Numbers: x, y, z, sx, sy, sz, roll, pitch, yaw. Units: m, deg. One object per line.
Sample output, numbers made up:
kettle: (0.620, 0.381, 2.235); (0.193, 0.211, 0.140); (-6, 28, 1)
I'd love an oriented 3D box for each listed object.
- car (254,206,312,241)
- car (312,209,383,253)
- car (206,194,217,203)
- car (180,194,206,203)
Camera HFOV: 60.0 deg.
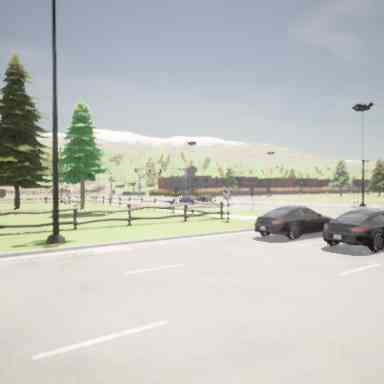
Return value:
car: (5.006, 1.393, 15.868); (4.674, 1.442, 1.812); (-1, 0, -34)
car: (7.021, 1.393, 13.005); (4.674, 1.442, 1.812); (-1, 0, -34)
car: (2.217, 1.144, 56.634); (2.128, 1.511, 4.902); (-1, 0, -34)
car: (-0.271, 1.212, 54.072); (1.812, 1.442, 4.674); (-1, 0, -34)
